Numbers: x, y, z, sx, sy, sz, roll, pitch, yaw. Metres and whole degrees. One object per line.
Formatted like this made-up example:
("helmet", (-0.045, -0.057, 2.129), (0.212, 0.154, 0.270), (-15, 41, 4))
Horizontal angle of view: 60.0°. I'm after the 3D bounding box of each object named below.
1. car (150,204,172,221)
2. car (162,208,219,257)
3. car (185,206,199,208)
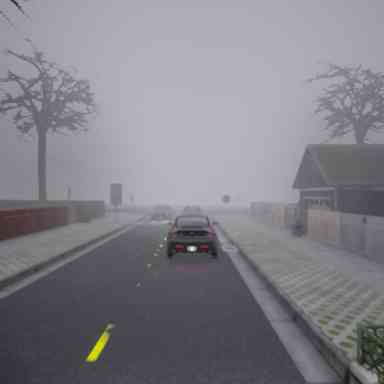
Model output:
("car", (-2.759, 1.891, 31.545), (2.033, 1.411, 5.357), (0, -1, 0))
("car", (0.023, 1.645, 13.527), (1.837, 1.490, 4.892), (0, 0, 1))
("car", (0.027, 1.871, 28.421), (1.994, 1.385, 4.181), (0, -1, 0))
